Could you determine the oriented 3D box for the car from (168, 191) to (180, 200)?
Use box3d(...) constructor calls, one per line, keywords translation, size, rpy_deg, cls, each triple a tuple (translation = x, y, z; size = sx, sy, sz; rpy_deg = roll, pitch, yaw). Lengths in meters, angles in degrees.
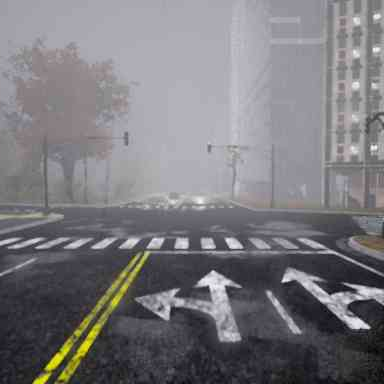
box3d(translation=(-3.265, 0.605, 61.105), size=(1.882, 1.535, 5.008), rpy_deg=(0, 2, 0), cls="car")
